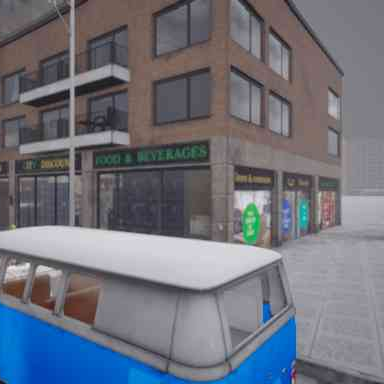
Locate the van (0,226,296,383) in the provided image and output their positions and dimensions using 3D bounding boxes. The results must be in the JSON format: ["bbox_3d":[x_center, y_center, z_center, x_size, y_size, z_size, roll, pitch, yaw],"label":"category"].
[{"bbox_3d":[-0.943,1.339,3.533,3.998,1.788,1.690,0,0,36],"label":"van"}]
